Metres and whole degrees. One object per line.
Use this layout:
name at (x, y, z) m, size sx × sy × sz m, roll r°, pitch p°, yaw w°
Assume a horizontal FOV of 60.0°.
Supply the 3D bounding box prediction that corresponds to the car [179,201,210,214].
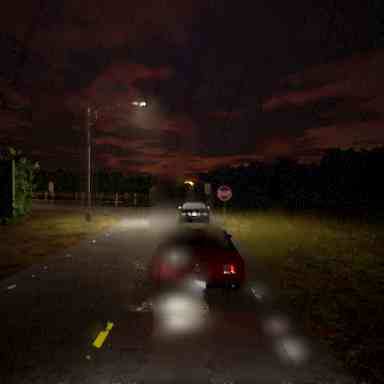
car at (0.150, 1.277, 21.186) m, size 2.033 × 1.411 × 5.357 m, roll 0°, pitch 1°, yaw 0°

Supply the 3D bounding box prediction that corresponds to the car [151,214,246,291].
car at (0.122, 1.498, 8.710) m, size 1.895 × 1.301 × 4.718 m, roll 0°, pitch 1°, yaw 0°
